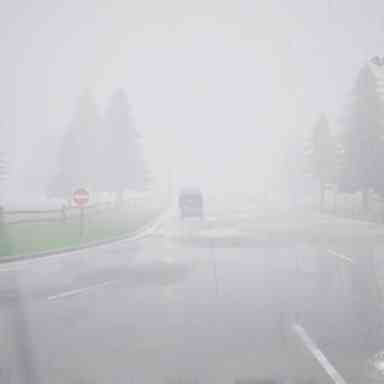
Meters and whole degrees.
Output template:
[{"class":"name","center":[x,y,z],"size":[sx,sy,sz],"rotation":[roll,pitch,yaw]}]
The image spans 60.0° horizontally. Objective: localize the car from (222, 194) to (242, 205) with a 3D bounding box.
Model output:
[{"class":"car","center":[6.988,1.499,58.593],"size":[2.128,1.511,4.902],"rotation":[0,0,0]}]

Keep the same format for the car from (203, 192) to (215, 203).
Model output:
[{"class":"car","center":[3.486,1.082,69.042],"size":[2.150,2.045,5.566],"rotation":[0,0,0]}]

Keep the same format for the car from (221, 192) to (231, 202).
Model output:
[{"class":"car","center":[6.986,1.067,69.043],"size":[2.150,2.045,5.566],"rotation":[0,0,0]}]

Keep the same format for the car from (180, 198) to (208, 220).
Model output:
[{"class":"car","center":[-0.008,1.498,27.970],"size":[2.128,1.511,4.902],"rotation":[0,0,0]}]

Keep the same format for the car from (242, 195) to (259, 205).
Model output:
[{"class":"car","center":[10.488,1.360,58.980],"size":[2.097,1.767,4.553],"rotation":[0,0,0]}]

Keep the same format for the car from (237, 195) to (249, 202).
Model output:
[{"class":"car","center":[10.486,1.342,69.013],"size":[1.837,1.490,4.892],"rotation":[0,0,0]}]

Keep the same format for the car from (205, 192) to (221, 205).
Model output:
[{"class":"car","center":[3.488,1.360,58.979],"size":[2.097,1.767,4.553],"rotation":[0,0,0]}]

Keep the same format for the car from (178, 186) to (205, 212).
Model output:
[{"class":"car","center":[-0.052,0.276,27.255],"size":[1.882,1.535,5.008],"rotation":[0,6,2]}]
